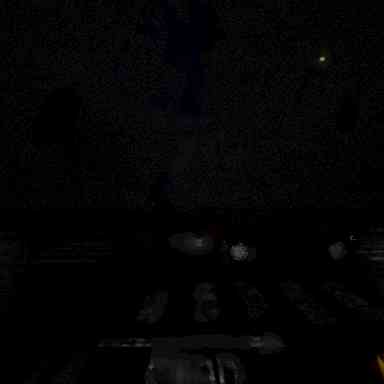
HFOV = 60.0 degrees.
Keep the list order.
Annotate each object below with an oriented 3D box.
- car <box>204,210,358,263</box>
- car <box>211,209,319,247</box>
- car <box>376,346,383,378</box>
[{"bbox_3d":[2.921,1.418,11.260,5.008,1.535,1.882,-1,1,0],"label":"car"},{"bbox_3d":[2.944,1.485,14.214,4.181,1.385,1.994,-1,0,0],"label":"car"},{"bbox_3d":[2.638,1.523,1.302,1.752,1.417,4.829,0,0,0],"label":"car"}]
